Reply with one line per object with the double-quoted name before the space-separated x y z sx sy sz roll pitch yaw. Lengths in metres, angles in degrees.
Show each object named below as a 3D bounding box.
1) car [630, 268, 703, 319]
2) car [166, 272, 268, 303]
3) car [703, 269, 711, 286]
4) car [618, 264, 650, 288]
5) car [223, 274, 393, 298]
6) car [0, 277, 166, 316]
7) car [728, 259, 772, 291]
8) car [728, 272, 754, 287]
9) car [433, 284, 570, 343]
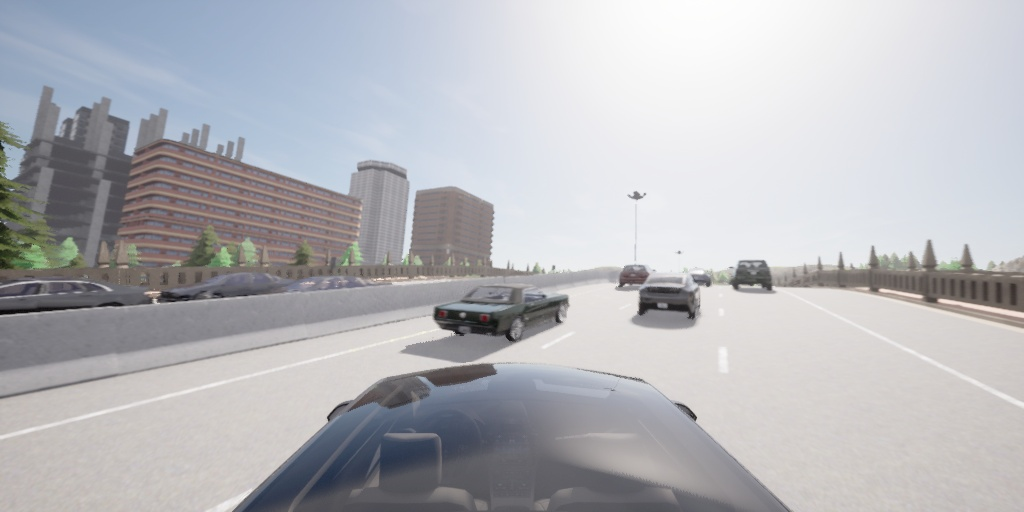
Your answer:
"car" 6.090 1.375 13.737 1.837 1.490 4.892 0 -1 30
"car" -12.653 1.459 16.667 2.033 1.411 5.357 0 -1 30
"car" 15.697 1.808 30.385 1.994 1.385 4.181 0 -3 30
"car" 9.366 1.377 26.421 2.097 1.767 4.553 0 -1 30
"car" -6.696 1.418 12.985 2.033 1.411 5.357 0 -1 30
"car" -12.820 1.328 9.376 2.128 1.511 4.902 0 -1 30
"car" 16.792 1.289 25.285 2.150 2.045 5.566 0 -2 30
"car" 23.799 2.513 37.399 1.994 1.385 4.181 0 -5 29
"car" 0.021 1.439 10.220 1.895 1.301 4.718 0 -1 30
